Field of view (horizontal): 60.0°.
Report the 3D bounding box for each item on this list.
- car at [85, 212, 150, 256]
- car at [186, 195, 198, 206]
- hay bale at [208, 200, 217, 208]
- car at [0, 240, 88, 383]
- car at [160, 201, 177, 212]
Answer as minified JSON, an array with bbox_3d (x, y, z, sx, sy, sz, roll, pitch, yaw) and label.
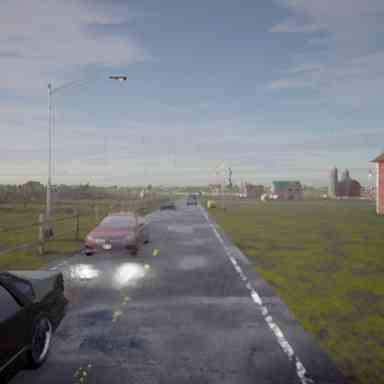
[{"bbox_3d":[-2.804,1.568,13.399,1.812,1.442,4.674,0,0,1],"label":"car"},{"bbox_3d":[-0.003,1.759,59.331,1.994,1.385,4.181,0,0,0],"label":"car"},{"bbox_3d":[3.130,1.822,51.064,1.220,1.180,1.240,1,1,0],"label":"hay bale"},{"bbox_3d":[-2.847,1.557,3.020,2.033,1.411,5.357,0,0,0],"label":"car"},{"bbox_3d":[-2.843,1.734,41.103,1.895,1.301,4.718,0,0,0],"label":"car"}]
